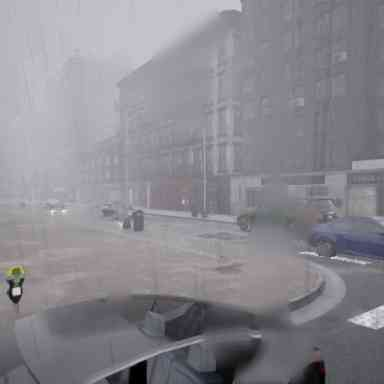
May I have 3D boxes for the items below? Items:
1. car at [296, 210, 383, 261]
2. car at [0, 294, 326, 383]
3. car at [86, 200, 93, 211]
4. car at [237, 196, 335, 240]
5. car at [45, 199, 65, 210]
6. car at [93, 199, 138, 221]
[{"bbox_3d":[6.000,1.538,10.793,1.812,1.442,4.674,0,0,-36],"label":"car"},{"bbox_3d":[-0.879,1.566,2.186,4.313,1.339,1.947,0,0,-36],"label":"car"},{"bbox_3d":[-11.119,1.603,39.864,1.837,1.490,4.892,0,0,-36],"label":"car"},{"bbox_3d":[4.819,1.243,17.528,2.150,2.045,5.566,0,0,-36],"label":"car"},{"bbox_3d":[-18.966,1.663,45.949,1.812,1.442,4.674,0,0,-35],"label":"car"},{"bbox_3d":[-6.229,1.562,27.935,2.128,1.511,4.902,0,0,-35],"label":"car"}]
